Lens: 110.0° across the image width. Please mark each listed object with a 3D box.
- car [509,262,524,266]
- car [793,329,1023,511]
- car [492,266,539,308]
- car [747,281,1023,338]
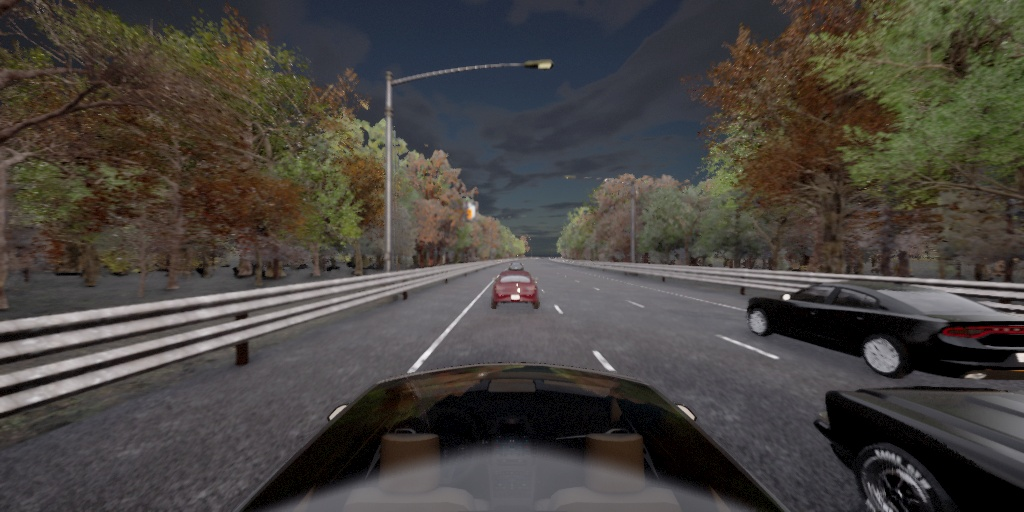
[{"bbox_3d":[0.564,1.471,47.272,1.994,1.385,4.181,0,0,1],"label":"car"},{"bbox_3d":[3.596,1.351,0.992,1.895,1.301,4.718,0,0,0],"label":"car"},{"bbox_3d":[0.137,1.323,15.292,1.812,1.442,4.674,0,0,0],"label":"car"},{"bbox_3d":[7.106,1.253,7.415,1.882,1.535,5.008,0,0,0],"label":"car"}]
